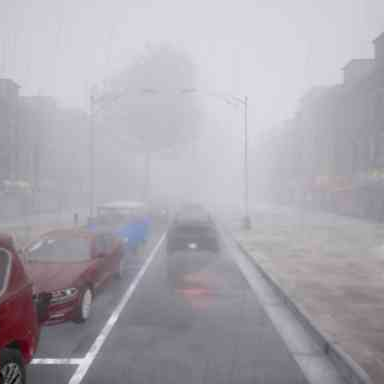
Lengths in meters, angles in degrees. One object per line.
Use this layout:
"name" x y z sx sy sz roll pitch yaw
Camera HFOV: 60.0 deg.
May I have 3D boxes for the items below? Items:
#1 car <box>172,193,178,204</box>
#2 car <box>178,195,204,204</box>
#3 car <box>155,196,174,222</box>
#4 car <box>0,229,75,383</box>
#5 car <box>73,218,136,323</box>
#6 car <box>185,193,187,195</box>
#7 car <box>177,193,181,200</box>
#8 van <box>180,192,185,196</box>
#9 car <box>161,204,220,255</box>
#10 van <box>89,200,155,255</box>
"car" -3.031 1.269 41.488 1.801 1.575 5.366 0 0 0
"car" 0.048 1.341 29.159 1.882 1.535 5.008 0 1 0
"car" -2.617 1.328 23.777 1.967 1.590 4.097 2 0 0
"car" -2.610 1.307 1.636 2.192 1.841 5.009 2 0 0
"car" -2.618 1.510 7.172 1.887 1.381 4.507 2 0 0
"car" -2.630 1.269 73.593 1.947 1.339 4.313 2 0 0
"car" -3.022 1.263 48.301 1.882 1.535 5.008 0 0 0
"van" -2.622 1.078 62.522 1.690 1.788 3.998 2 0 0
"car" 0.041 1.444 13.013 1.837 1.490 4.892 0 1 0
"van" -2.613 1.281 12.706 1.690 1.788 3.998 2 0 0
